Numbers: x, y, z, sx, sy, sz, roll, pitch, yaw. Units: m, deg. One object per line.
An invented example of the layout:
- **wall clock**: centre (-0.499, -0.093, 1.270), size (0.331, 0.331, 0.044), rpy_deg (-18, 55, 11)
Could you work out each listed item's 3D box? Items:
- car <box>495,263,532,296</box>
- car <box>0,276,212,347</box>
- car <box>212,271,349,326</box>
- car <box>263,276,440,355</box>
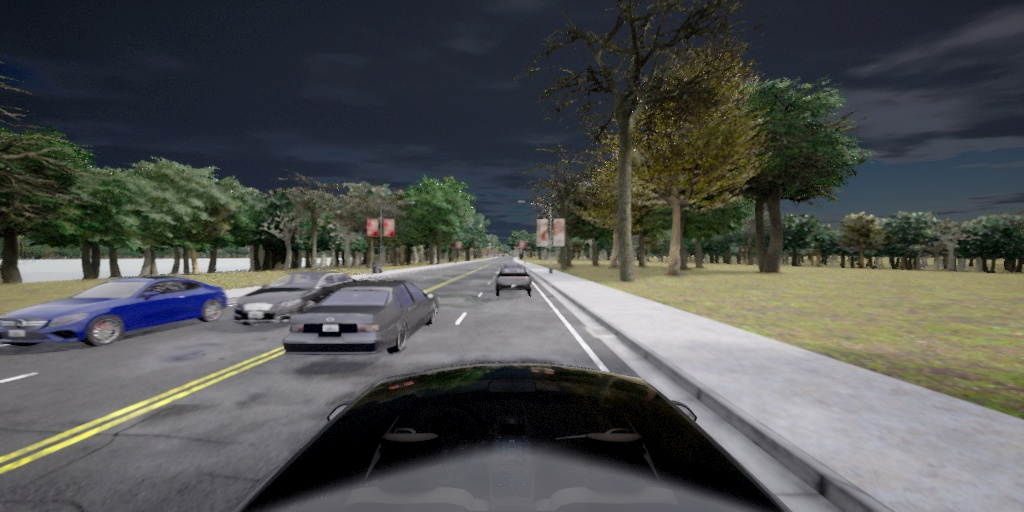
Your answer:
- **car**: centre (0.074, 1.251, 19.550), size (2.128, 1.511, 4.902), rpy_deg (0, 0, 0)
- **car**: centre (-9.853, 1.280, 9.460), size (1.812, 1.442, 4.674), rpy_deg (0, 0, 0)
- **car**: centre (-6.606, 1.246, 11.692), size (2.128, 1.511, 4.902), rpy_deg (0, 0, 0)
- **car**: centre (-3.154, 1.301, 8.739), size (2.033, 1.411, 5.357), rpy_deg (0, 0, 0)
